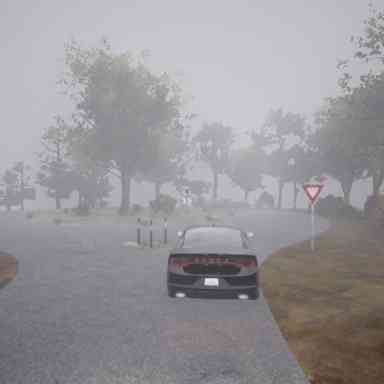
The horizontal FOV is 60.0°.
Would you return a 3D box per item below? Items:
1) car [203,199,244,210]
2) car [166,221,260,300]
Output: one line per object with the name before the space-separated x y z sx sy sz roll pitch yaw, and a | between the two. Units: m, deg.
car | 4.020 1.546 42.908 5.357 1.411 2.033 0 0 40
car | 0.578 1.477 8.494 1.882 1.535 5.008 0 0 5
